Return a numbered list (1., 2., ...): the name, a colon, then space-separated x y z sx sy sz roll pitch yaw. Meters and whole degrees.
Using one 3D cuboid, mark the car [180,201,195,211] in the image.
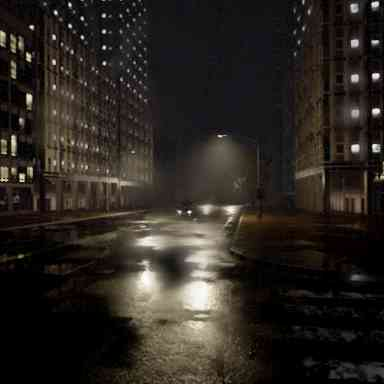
1. car: -0.736 2.197 54.458 1.882 1.535 5.008 0 -1 10
